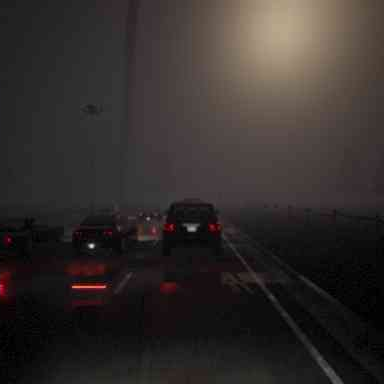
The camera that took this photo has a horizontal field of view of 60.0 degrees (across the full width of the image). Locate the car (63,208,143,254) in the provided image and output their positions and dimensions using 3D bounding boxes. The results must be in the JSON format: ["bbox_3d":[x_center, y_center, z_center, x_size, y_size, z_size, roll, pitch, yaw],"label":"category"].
[{"bbox_3d":[-3.502,1.639,14.043,1.837,1.490,4.892,0,0,0],"label":"car"}]

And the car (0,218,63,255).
[{"bbox_3d":[-7.004,1.731,13.856,1.895,1.301,4.718,0,0,0],"label":"car"}]

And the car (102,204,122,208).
[{"bbox_3d":[-7.008,1.797,29.129,1.812,1.442,4.674,0,0,0],"label":"car"}]

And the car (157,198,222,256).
[{"bbox_3d":[-0.005,1.346,13.781,2.150,2.045,5.566,0,0,0],"label":"car"}]

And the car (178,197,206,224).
[{"bbox_3d":[-0.011,1.485,28.783,2.150,2.045,5.566,0,0,0],"label":"car"}]

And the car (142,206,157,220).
[{"bbox_3d":[-3.510,1.870,28.857,1.895,1.301,4.718,0,0,0],"label":"car"}]
